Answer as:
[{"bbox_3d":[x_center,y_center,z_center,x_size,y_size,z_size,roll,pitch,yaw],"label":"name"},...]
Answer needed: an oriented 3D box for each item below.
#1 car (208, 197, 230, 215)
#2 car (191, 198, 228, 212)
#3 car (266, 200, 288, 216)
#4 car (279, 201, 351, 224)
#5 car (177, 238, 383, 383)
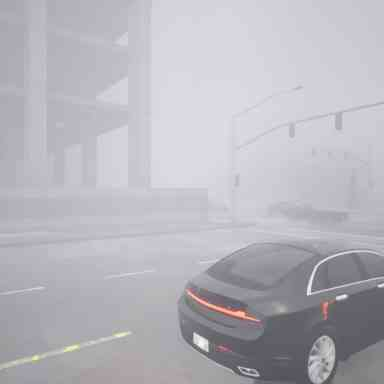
[{"bbox_3d":[1.888,1.351,34.747,2.097,1.767,4.553,0,0,-36],"label":"car"},{"bbox_3d":[2.086,1.505,40.442,1.837,1.490,4.892,0,0,-36],"label":"car"},{"bbox_3d":[9.047,1.526,31.006,1.812,1.442,4.674,0,0,-37],"label":"car"},{"bbox_3d":[9.149,1.601,24.726,1.895,1.301,4.718,0,0,-36],"label":"car"},{"bbox_3d":[2.088,1.505,5.280,4.892,1.490,1.837,0,0,-35],"label":"car"}]
